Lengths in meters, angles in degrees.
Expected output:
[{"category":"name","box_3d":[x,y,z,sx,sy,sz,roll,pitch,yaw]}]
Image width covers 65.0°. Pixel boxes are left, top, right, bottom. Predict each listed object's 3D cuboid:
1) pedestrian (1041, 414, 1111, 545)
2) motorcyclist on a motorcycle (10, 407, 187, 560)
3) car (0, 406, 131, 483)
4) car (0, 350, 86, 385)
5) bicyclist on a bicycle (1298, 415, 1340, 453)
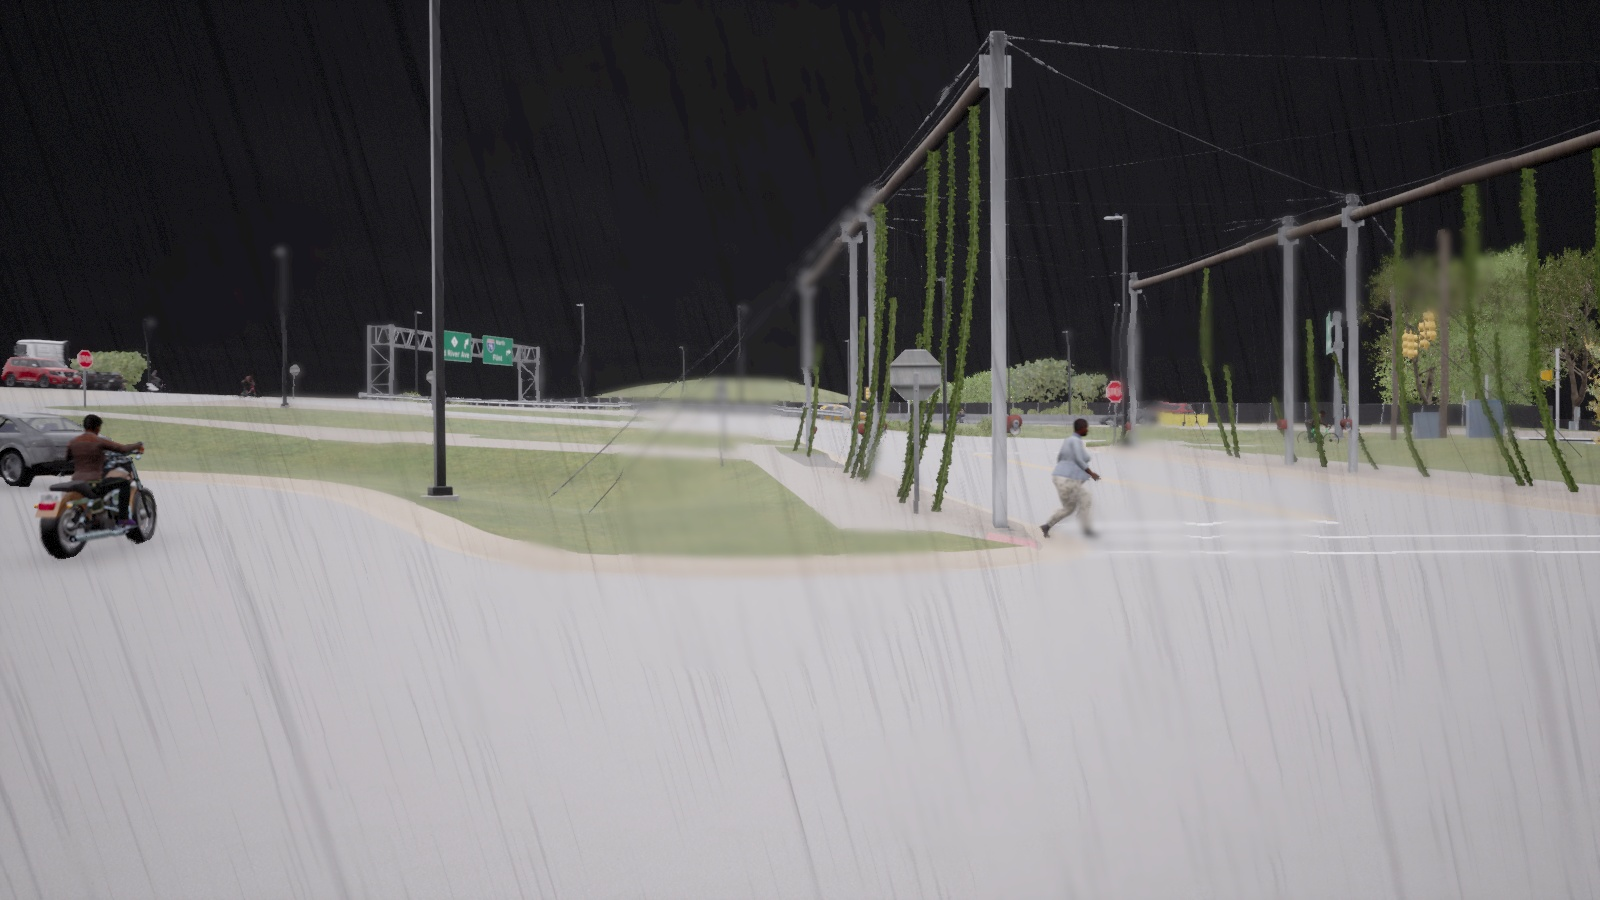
[{"category":"pedestrian","box_3d":[4.019,0.414,18.366,0.900,1.855,0.874,0,1,6]},{"category":"motorcyclist on a motorcycle","box_3d":[-8.182,0.326,14.792,0.766,1.649,2.350,0,2,-1]},{"category":"car","box_3d":[-15.397,-0.162,24.504,4.181,1.385,1.994,1,1,24]},{"category":"car","box_3d":[-50.178,-5.467,83.158,5.566,2.045,2.150,4,2,24]},{"category":"bicyclist on a bicycle","box_3d":[23.039,-0.728,55.749,1.656,1.620,0.582,2,1,19]}]
